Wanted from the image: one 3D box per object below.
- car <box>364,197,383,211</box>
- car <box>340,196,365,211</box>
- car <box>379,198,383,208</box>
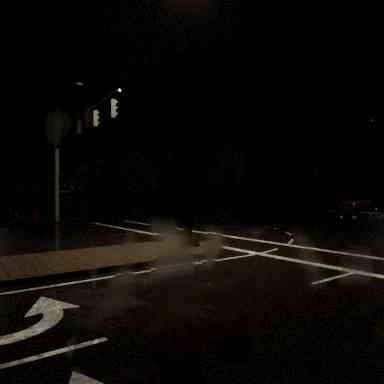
[{"bbox_3d":[22.854,1.547,38.891,5.357,1.411,2.033,0,0,-35],"label":"car"},{"bbox_3d":[20.442,1.352,41.424,4.553,1.767,2.097,0,0,-36],"label":"car"},{"bbox_3d":[28.696,1.564,47.332,4.181,1.385,1.994,0,0,-35],"label":"car"}]
